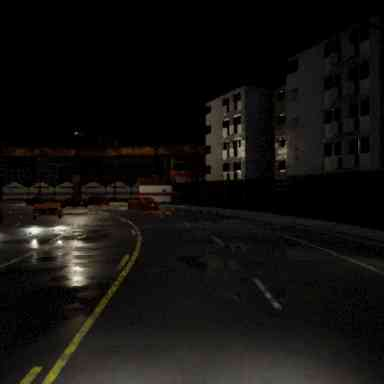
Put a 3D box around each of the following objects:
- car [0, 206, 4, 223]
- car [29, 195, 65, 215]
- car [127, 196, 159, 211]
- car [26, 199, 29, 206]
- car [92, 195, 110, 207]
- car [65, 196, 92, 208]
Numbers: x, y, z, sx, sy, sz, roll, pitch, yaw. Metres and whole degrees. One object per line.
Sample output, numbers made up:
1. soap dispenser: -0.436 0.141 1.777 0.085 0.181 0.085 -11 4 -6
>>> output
1. car: -13.365 1.257 21.056 2.097 1.767 4.553 0 0 -21
2. car: -10.723 1.060 24.691 1.882 1.535 5.008 0 0 -23
3. car: -5.523 1.224 36.988 1.882 1.535 5.008 -1 1 -34
4. car: -22.222 1.218 48.576 5.008 1.535 1.882 0 1 31
5. car: -13.457 1.192 46.312 5.008 1.535 1.882 0 1 42
6. car: -15.144 1.312 42.965 1.994 1.385 4.181 -1 1 -45
